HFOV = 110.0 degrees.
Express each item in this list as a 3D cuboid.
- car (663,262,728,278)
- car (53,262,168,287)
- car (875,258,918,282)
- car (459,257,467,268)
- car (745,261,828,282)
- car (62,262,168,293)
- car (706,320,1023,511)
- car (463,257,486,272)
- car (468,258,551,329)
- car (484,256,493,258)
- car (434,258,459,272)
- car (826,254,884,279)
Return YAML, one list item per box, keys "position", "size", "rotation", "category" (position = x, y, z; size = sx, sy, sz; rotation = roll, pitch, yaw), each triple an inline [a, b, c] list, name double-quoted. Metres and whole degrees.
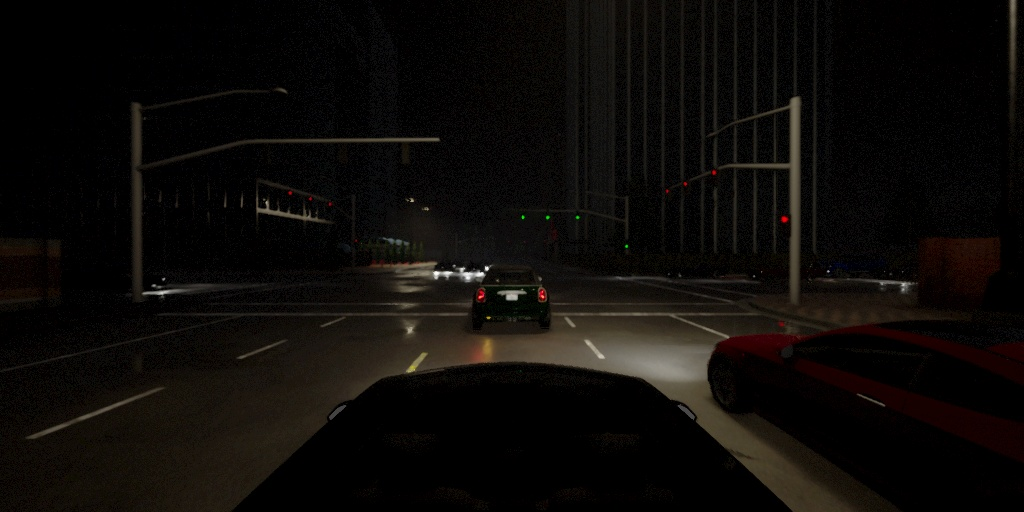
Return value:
- position: [15.504, 1.205, 30.452]
  size: [4.718, 1.301, 1.895]
  rotation: [0, 0, -1]
  category: "car"
- position: [-25.418, 1.134, 22.858]
  size: [4.902, 1.511, 2.128]
  rotation: [0, 0, -1]
  category: "car"
- position: [31.011, 1.128, 27.086]
  size: [4.892, 1.490, 1.837]
  rotation: [0, 0, 0]
  category: "car"
- position: [-8.026, 1.010, 53.819]
  size: [1.812, 1.442, 4.674]
  rotation: [0, 0, -1]
  category: "car"
- position: [20.424, 1.222, 26.997]
  size: [4.718, 1.301, 1.895]
  rotation: [0, 0, -1]
  category: "car"
- position: [-22.035, 1.207, 19.391]
  size: [5.357, 1.411, 2.033]
  rotation: [0, 0, -1]
  category: "car"
- position: [3.589, 1.269, 2.998]
  size: [1.812, 1.442, 4.674]
  rotation: [0, 0, 0]
  category: "car"
- position: [-4.260, 1.145, 42.158]
  size: [1.895, 1.301, 4.718]
  rotation: [0, 0, -1]
  category: "car"
- position: [-0.101, 1.054, 11.241]
  size: [2.097, 1.767, 4.553]
  rotation: [0, 0, -3]
  category: "car"
- position: [-4.594, 1.057, 59.543]
  size: [1.895, 1.301, 4.718]
  rotation: [0, 0, 0]
  category: "car"
- position: [-7.861, 1.107, 42.454]
  size: [1.994, 1.385, 4.181]
  rotation: [0, 0, -1]
  category: "car"
- position: [28.640, 0.825, 30.566]
  size: [5.566, 2.045, 2.150]
  rotation: [0, 0, 0]
  category: "car"
